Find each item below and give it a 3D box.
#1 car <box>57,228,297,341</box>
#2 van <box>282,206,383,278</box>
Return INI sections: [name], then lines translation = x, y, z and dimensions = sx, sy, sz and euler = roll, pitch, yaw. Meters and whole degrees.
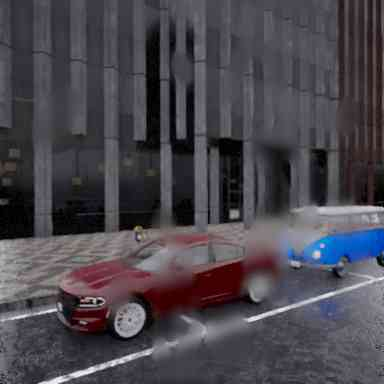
[car]
translation = -0.222, 1.537, 6.491
dimensions = 4.507, 1.381, 1.887
euler = 0, 0, -35
[van]
translation = 4.369, 1.321, 9.761
dimensions = 3.998, 1.788, 1.690
euler = 0, 0, -35
